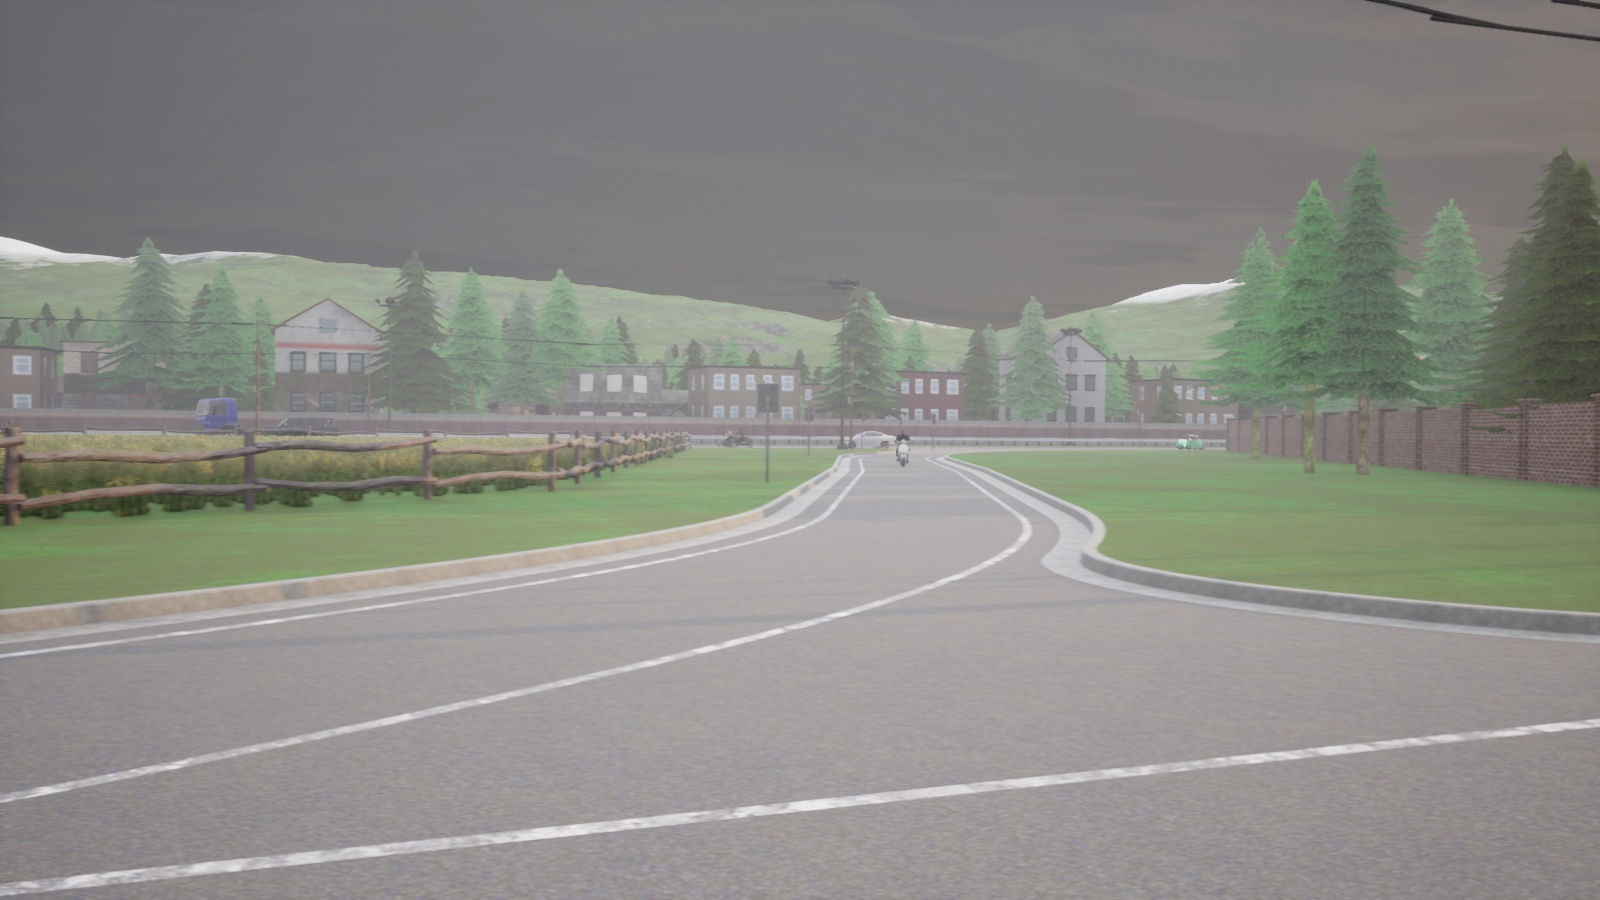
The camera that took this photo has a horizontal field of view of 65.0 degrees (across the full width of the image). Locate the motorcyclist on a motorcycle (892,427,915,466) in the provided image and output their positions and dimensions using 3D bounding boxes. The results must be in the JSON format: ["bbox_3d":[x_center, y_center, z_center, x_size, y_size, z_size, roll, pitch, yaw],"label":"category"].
[{"bbox_3d":[4.381,-0.180,53.097,0.866,1.590,1.817,-1,2,2],"label":"motorcyclist on a motorcycle"}]

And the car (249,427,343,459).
[{"bbox_3d":[-34.092,-0.498,84.943,5.566,2.045,2.150,-1,1,-33],"label":"car"}]
